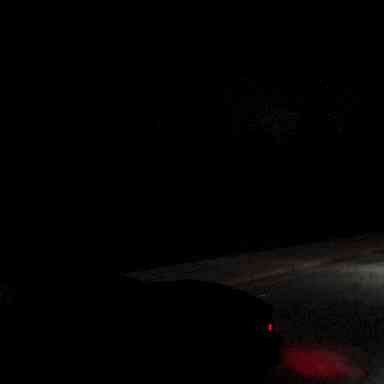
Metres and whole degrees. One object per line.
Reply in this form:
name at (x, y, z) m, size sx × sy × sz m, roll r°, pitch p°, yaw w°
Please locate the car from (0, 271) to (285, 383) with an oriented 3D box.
car at (-1.481, 1.547, 2.919) m, size 5.357 × 1.411 × 2.033 m, roll 0°, pitch 0°, yaw -37°
